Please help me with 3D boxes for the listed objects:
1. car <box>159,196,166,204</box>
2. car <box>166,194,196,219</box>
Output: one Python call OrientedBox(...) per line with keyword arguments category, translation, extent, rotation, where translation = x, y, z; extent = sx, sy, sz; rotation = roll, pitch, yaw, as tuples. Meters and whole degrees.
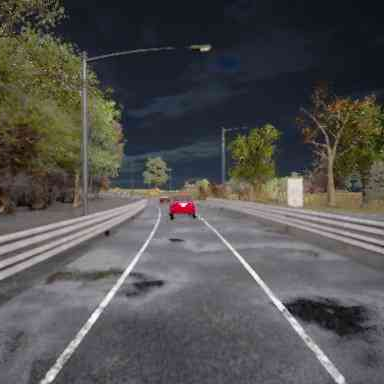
OrientedBox(category="car", translation=(-5.322, 1.460, 63.706), extent=(1.882, 1.535, 5.008), rotation=(0, 0, -10))
OrientedBox(category="car", translation=(-0.946, 1.214, 29.664), extent=(2.150, 2.045, 5.566), rotation=(0, 0, -5))
